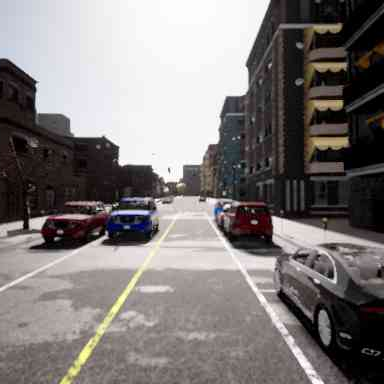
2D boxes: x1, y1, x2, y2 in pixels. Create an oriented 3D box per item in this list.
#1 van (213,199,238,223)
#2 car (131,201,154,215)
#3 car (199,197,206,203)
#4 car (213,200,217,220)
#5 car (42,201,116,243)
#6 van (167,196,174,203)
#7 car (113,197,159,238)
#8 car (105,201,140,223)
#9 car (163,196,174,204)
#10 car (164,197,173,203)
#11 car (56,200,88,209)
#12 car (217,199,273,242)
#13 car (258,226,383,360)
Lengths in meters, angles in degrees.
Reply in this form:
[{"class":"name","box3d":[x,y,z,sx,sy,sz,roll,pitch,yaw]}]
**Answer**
[{"class":"van","box3d":[2.707,1.504,27.638,1.690,1.788,3.998,1,0,0]},{"class":"car","box3d":[-5.678,1.777,38.458,2.008,1.369,4.403,1,0,0]},{"class":"car","box3d":[2.704,1.951,87.844,1.967,1.590,4.097,1,0,0]},{"class":"car","box3d":[2.705,1.571,22.230,1.967,1.590,4.097,1,0,0]},{"class":"car","box3d":[-5.673,1.415,16.831,2.192,1.841,5.009,1,0,0]},{"class":"van","box3d":[-5.674,1.852,87.784,1.690,1.788,3.998,1,0,0]},{"class":"car","box3d":[-3.101,1.332,18.608,2.150,2.045,5.566,0,0,0]},{"class":"car","box3d":[-5.675,1.603,27.645,1.967,1.590,4.097,1,0,0]},{"class":"car","box3d":[-5.755,1.990,76.413,1.887,1.381,4.507,1,0,0]},{"class":"car","box3d":[-5.678,2.023,82.095,1.887,1.381,4.507,1,0,0]},{"class":"car","box3d":[-19.301,1.928,53.712,4.507,1.381,1.887,0,-1,1]},{"class":"car","box3d":[2.707,1.415,16.824,2.192,1.841,5.009,1,0,0]},{"class":"car","box3d":[2.703,1.587,6.009,2.008,1.369,4.403,1,0,0]}]
